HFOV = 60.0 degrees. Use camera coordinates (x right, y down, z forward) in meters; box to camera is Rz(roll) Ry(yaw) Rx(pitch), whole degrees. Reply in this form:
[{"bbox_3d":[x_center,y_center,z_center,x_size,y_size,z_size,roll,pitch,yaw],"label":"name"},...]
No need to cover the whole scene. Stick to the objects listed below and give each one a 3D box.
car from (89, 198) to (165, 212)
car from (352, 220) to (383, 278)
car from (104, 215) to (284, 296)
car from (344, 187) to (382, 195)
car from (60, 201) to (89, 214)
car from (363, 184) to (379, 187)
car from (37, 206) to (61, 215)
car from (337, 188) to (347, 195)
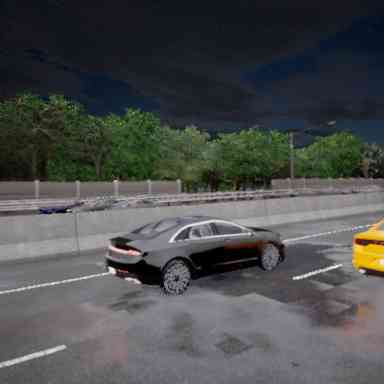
[{"bbox_3d":[-4.093,1.214,22.734,4.902,1.511,2.128,-2,1,-36],"label":"car"},{"bbox_3d":[5.895,1.191,8.111,5.008,1.535,1.882,-2,1,-36],"label":"car"},{"bbox_3d":[0.280,1.341,8.327,4.902,1.511,2.128,-2,1,-36],"label":"car"},{"bbox_3d":[18.441,0.497,34.944,4.718,1.301,1.895,-2,1,-36],"label":"car"},{"bbox_3d":[-6.862,1.245,25.043,4.902,1.511,2.128,-2,1,-36],"label":"car"},{"bbox_3d":[26.238,-0.213,49.339,4.553,1.767,2.097,-2,1,-36],"label":"car"},{"bbox_3d":[-10.012,1.399,27.073,4.718,1.301,1.895,-2,1,-36],"label":"car"},{"bbox_3d":[24.655,-0.013,52.503,4.181,1.385,1.994,-2,1,-36],"label":"car"}]
